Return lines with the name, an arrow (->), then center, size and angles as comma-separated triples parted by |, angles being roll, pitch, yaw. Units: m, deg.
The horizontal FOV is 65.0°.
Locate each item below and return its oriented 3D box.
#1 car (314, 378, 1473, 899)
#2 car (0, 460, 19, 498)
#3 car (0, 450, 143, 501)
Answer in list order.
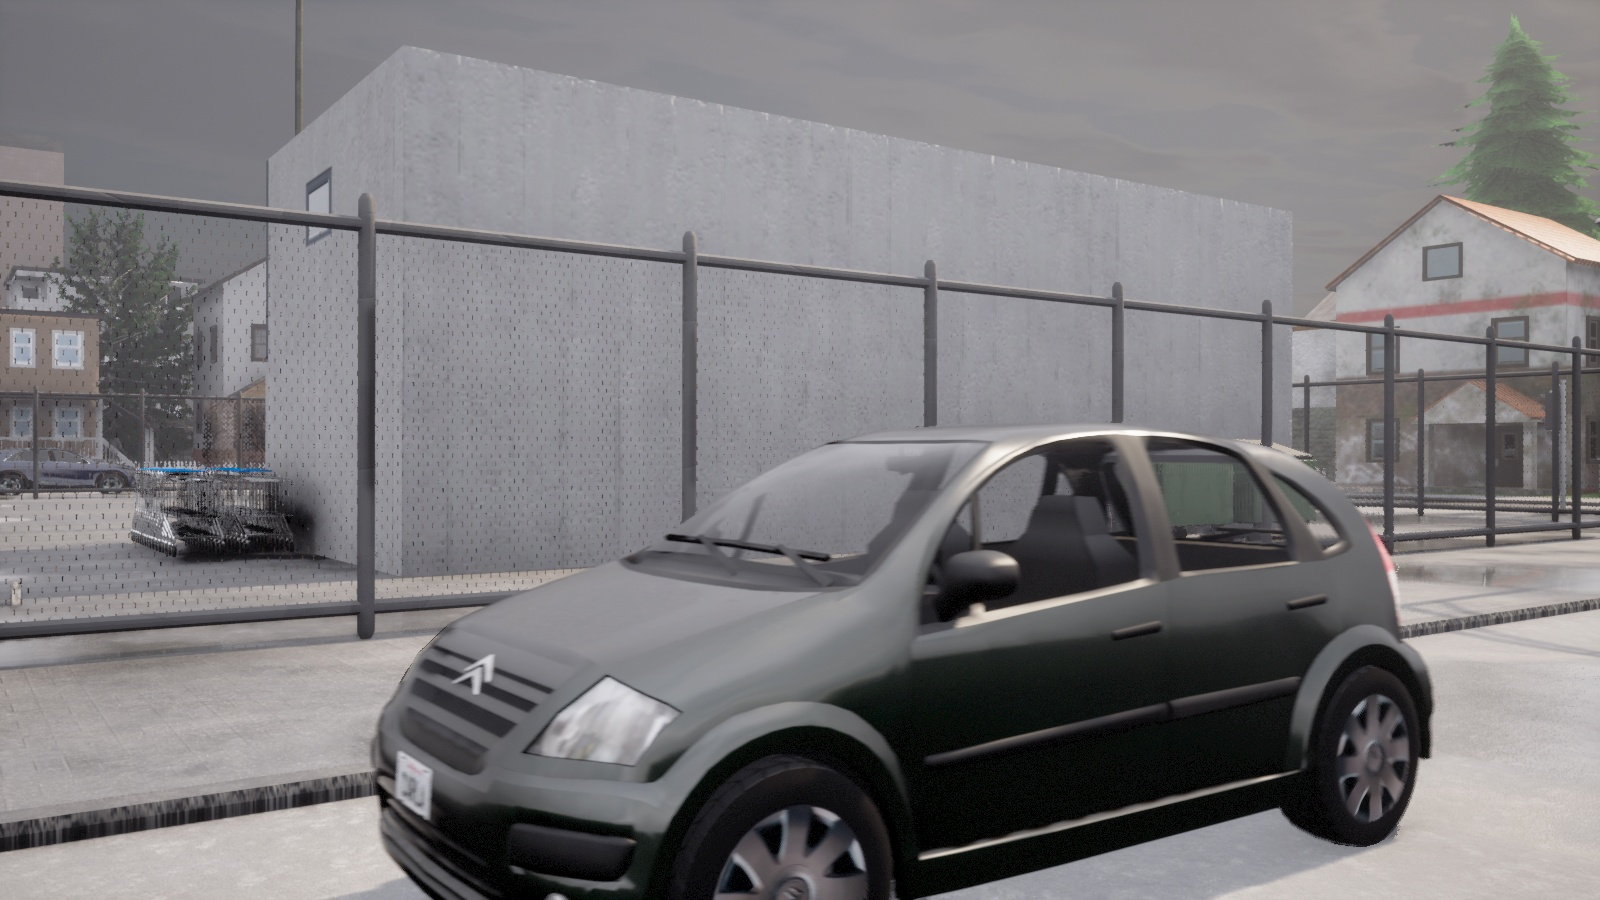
car -> 0.521, 0.653, 4.634 | 3.988, 1.617, 1.851 | 0, 0, -35
car -> -29.916, 1.015, 43.530 | 4.718, 1.301, 1.895 | 0, 0, -35
car -> -24.908, 0.831, 42.177 | 4.856, 1.649, 2.033 | 0, 0, -34
